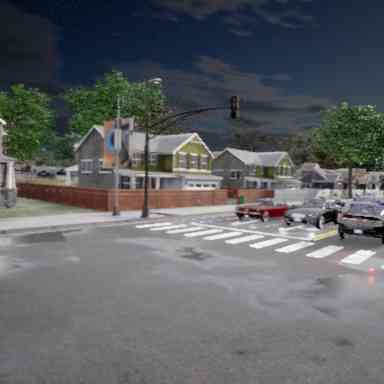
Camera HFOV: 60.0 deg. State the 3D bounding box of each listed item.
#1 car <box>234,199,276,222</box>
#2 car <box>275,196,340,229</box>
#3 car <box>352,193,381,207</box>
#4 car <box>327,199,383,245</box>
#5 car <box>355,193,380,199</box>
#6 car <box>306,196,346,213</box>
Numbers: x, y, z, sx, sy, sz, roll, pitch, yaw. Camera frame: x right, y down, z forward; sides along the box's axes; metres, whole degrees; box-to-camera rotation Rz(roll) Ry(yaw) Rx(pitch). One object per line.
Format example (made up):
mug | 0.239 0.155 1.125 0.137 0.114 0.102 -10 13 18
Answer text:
car | 4.721 1.097 21.164 1.895 1.301 4.718 3 2 43
car | 6.944 1.127 18.758 2.128 1.511 4.902 3 2 40
car | 21.689 0.889 41.252 2.128 1.511 4.902 3 2 40
car | 7.920 1.282 14.569 2.128 1.511 4.902 3 2 40
car | 14.924 1.067 28.216 1.882 1.535 5.008 3 2 40
car | 12.138 1.054 29.962 1.895 1.301 4.718 3 2 40
